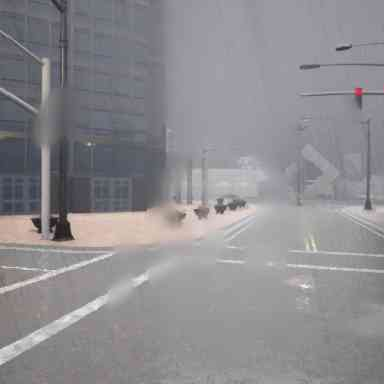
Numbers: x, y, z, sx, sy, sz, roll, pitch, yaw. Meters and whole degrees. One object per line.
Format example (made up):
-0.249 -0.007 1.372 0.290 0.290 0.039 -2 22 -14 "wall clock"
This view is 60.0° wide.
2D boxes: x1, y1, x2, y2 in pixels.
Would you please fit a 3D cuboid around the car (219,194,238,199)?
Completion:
9.880 1.225 90.401 5.357 1.411 2.033 0 0 -13 "car"
